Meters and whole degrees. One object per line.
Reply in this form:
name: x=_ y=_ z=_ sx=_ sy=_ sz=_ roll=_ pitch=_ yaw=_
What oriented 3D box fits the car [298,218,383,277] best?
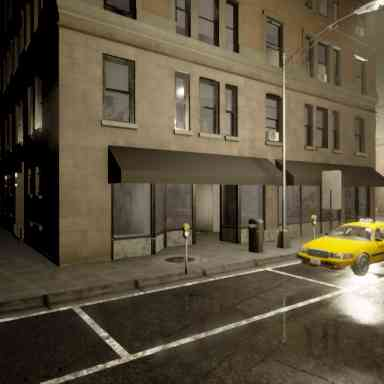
car: x=5.253 y=1.526 z=10.273 sx=4.829 sy=1.417 sz=1.752 roll=0 pitch=0 yaw=-35
